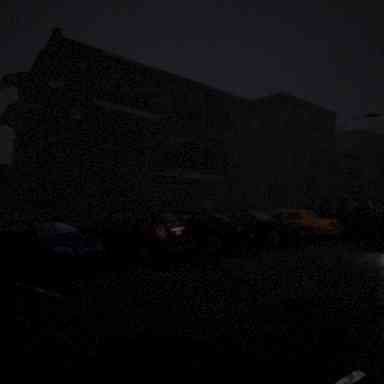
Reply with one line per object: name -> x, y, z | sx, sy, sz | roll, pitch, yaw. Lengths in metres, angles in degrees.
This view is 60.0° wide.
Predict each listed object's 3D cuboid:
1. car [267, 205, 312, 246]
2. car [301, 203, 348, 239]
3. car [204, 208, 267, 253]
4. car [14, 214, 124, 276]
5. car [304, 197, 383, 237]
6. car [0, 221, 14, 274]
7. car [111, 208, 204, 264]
car -> 2.586, 1.515, 15.422 | 5.008, 1.535, 2.097 | -1, -1, 35
car -> 4.834, 1.537, 17.219 | 5.366, 1.575, 1.946 | -1, -1, 35
car -> 0.202, 1.493, 13.716 | 5.008, 1.535, 2.097 | -1, -1, 35
car -> -4.584, 1.512, 10.327 | 4.674, 1.452, 2.002 | -1, -1, 35
car -> 7.353, 1.321, 18.823 | 5.566, 2.045, 2.435 | -1, -1, 35
car -> -6.953, 1.344, 8.598 | 4.553, 1.767, 2.185 | -1, -1, 35
car -> -2.175, 1.355, 12.001 | 4.553, 1.767, 2.185 | -1, -1, 35
